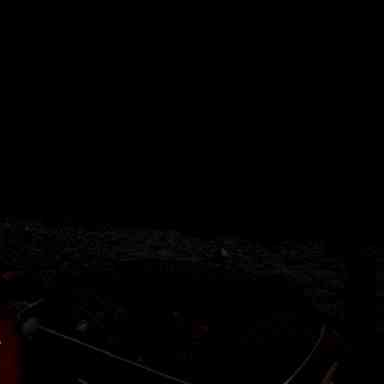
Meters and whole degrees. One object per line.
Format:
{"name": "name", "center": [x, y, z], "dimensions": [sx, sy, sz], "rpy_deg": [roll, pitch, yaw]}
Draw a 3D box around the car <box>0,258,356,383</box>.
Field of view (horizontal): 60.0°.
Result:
{"name": "car", "center": [-0.644, 1.444, 3.420], "dimensions": [4.097, 1.590, 1.967], "rpy_deg": [0, 0, 35]}
